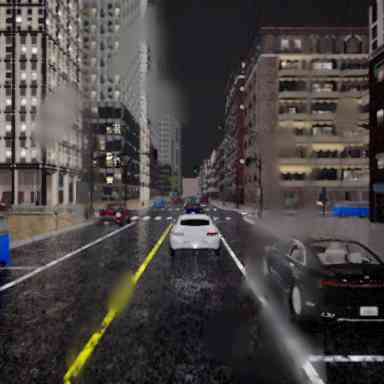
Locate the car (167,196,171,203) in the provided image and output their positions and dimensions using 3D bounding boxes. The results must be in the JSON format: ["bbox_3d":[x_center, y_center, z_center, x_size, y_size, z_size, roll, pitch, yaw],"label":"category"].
[{"bbox_3d":[-5.688,1.954,78.692,1.752,1.417,4.829,0,0,0],"label":"car"}]

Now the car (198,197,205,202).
[{"bbox_3d":[2.693,2.079,95.515,2.008,1.369,4.403,0,0,0],"label":"car"}]

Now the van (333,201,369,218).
[{"bbox_3d":[16.931,1.885,34.917,3.998,1.788,1.690,1,-1,0],"label":"van"}]

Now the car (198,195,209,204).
[{"bbox_3d":[2.691,1.712,73.314,2.192,1.841,5.009,0,0,0],"label":"car"}]

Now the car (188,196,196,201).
[{"bbox_3d":[0.006,1.987,85.738,2.128,1.511,4.902,0,0,0],"label":"car"}]

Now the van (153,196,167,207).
[{"bbox_3d":[-5.689,1.642,56.660,1.690,1.788,3.998,0,0,0],"label":"van"}]

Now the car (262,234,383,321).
[{"bbox_3d":[2.690,1.588,7.239,2.008,1.369,4.403,0,0,0],"label":"car"}]

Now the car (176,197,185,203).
[{"bbox_3d":[-2.996,1.997,87.789,2.128,1.511,4.902,0,0,0],"label":"car"}]

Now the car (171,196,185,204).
[{"bbox_3d":[-2.996,1.869,72.193,1.882,1.535,5.008,0,0,0],"label":"car"}]

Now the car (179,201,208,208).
[{"bbox_3d":[0.103,1.718,29.229,1.994,1.385,4.181,0,0,0],"label":"car"}]

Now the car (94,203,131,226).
[{"bbox_3d":[-5.690,1.565,24.186,1.967,1.590,4.097,0,0,0],"label":"car"}]

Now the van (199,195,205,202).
[{"bbox_3d":[2.692,1.836,89.966,1.690,1.788,3.998,0,0,0],"label":"van"}]

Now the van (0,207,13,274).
[{"bbox_3d":[-5.690,1.378,7.241,1.690,1.788,3.998,0,0,0],"label":"van"}]

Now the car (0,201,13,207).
[{"bbox_3d":[-21.130,1.250,34.970,4.097,1.590,1.967,1,-1,0],"label":"car"}]

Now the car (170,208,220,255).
[{"bbox_3d":[0.102,1.595,13.539,1.812,1.442,4.674,0,0,0],"label":"car"}]
